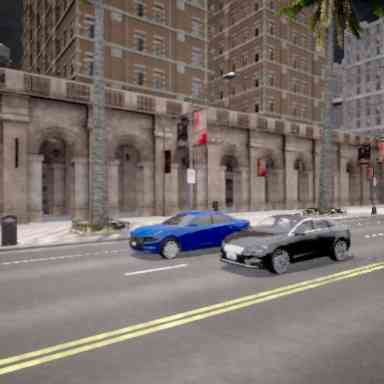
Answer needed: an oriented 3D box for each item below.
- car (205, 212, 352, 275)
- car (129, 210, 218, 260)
[{"bbox_3d":[3.071,1.474,10.475,4.902,1.511,2.128,0,0,-35],"label":"car"},{"bbox_3d":[0.081,1.463,12.644,5.008,1.535,1.882,0,0,-35],"label":"car"}]
